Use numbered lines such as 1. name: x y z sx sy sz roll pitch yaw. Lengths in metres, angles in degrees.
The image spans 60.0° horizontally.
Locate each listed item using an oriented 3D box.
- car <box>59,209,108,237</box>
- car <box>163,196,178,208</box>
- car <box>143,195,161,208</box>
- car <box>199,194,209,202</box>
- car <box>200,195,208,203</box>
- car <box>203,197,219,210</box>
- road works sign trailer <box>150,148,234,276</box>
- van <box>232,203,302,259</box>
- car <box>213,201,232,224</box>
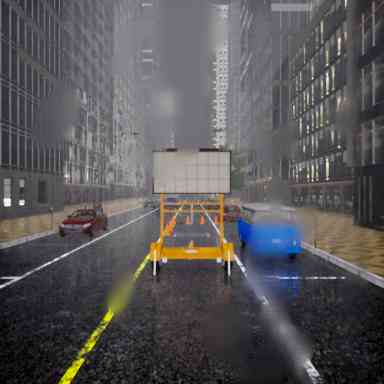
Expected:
1. car: -5.695 1.575 17.962 1.802 1.307 4.206 0 0 0
2. car: -3.010 1.457 47.691 1.882 1.535 5.008 0 0 0
3. car: -5.700 1.532 46.425 2.008 1.369 4.403 0 0 0
4. car: 2.676 1.375 74.885 1.967 1.590 4.097 0 0 0
5. car: 2.680 1.526 52.115 2.008 1.369 4.403 0 0 0
6. car: 2.682 1.567 40.731 1.802 1.307 4.206 0 0 0
7. road works sign trailer: -0.002 0.461 10.287 2.380 3.560 2.880 0 0 0
8. van: 2.687 1.337 12.269 1.690 1.788 3.998 0 0 0
9. car: 2.685 1.573 23.653 1.802 1.307 4.206 0 0 0
